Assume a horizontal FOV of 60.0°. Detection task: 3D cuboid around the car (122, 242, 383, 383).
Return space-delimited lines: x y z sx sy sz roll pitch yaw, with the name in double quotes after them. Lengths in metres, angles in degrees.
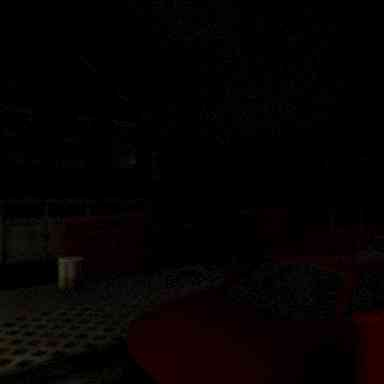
1.602 1.477 4.209 5.008 1.535 1.882 0 0 -35 "car"
